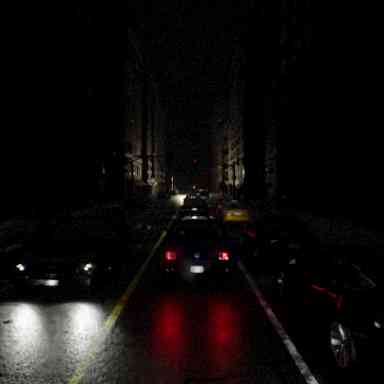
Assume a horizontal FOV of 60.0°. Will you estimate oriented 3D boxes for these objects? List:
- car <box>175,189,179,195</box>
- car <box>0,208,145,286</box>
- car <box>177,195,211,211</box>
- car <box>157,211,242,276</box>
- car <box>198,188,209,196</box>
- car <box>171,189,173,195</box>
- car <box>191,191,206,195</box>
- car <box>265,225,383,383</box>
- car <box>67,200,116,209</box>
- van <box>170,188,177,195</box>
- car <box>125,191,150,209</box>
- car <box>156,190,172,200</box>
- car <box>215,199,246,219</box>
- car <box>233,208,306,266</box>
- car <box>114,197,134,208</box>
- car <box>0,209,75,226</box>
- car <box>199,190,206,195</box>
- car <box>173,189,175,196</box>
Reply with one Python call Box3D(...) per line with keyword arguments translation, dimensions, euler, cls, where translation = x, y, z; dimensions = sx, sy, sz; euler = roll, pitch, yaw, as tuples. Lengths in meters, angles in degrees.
Box3D(translation=(-5.154, 0.248, 86.097), dimensions=(1.947, 1.339, 4.313), euler=(0, 1, 0), cls="car")
Box3D(translation=(-2.826, 1.407, 9.353), dimensions=(2.033, 1.411, 5.357), euler=(0, 1, 0), cls="car")
Box3D(translation=(0.156, 1.188, 21.146), dimensions=(1.837, 1.490, 4.892), euler=(0, 1, 0), cls="car")
Box3D(translation=(0.123, 1.454, 9.838), dimensions=(1.895, 1.301, 4.718), euler=(0, 1, 0), cls="car")
Box3D(translation=(2.841, 0.297, 75.159), dimensions=(1.967, 1.590, 4.097), euler=(0, 1, 0), cls="car")
Box3D(translation=(-5.214, 0.567, 64.284), dimensions=(1.887, 1.381, 4.507), euler=(0, 1, 0), cls="car")
Box3D(translation=(0.072, 0.980, 33.037), dimensions=(1.882, 1.535, 5.008), euler=(0, 1, -1), cls="car")
Box3D(translation=(2.650, 1.488, 5.278), dimensions=(1.947, 1.339, 4.313), euler=(0, 1, 0), cls="car")
Box3D(translation=(-5.346, 1.308, 16.134), dimensions=(2.008, 1.369, 4.403), euler=(0, 1, 0), cls="car")
Box3D(translation=(-5.139, -0.062, 91.547), dimensions=(1.690, 1.788, 3.998), euler=(0, 1, 0), cls="van")
Box3D(translation=(-5.301, 0.826, 32.366), dimensions=(2.192, 1.841, 5.009), euler=(0, 1, 0), cls="car")
Box3D(translation=(-5.229, 0.658, 58.830), dimensions=(2.008, 1.369, 4.403), euler=(0, 1, 0), cls="car")
Box3D(translation=(2.695, 1.202, 21.685), dimensions=(1.752, 1.417, 4.829), euler=(0, 1, 0), cls="car")
Box3D(translation=(2.665, 1.408, 10.690), dimensions=(1.947, 1.339, 4.313), euler=(0, 1, 0), cls="car")
Box3D(translation=(-5.331, 1.226, 21.546), dimensions=(2.008, 1.369, 4.403), euler=(0, 1, 0), cls="car")
Box3D(translation=(-5.361, 1.421, 10.722), dimensions=(1.802, 1.307, 4.206), euler=(0, 1, 0), cls="car")
Box3D(translation=(2.886, 0.145, 91.522), dimensions=(1.887, 1.381, 4.507), euler=(0, 1, 0), cls="car")
Box3D(translation=(-5.199, 0.466, 69.567), dimensions=(1.752, 1.417, 4.829), euler=(0, 1, 0), cls="car")
